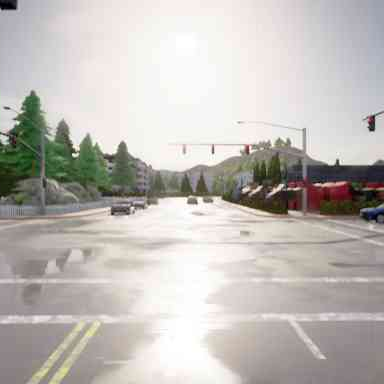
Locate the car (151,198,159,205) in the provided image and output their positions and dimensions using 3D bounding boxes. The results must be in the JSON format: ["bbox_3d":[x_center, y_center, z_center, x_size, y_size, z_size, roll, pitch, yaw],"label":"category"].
[{"bbox_3d":[-7.087,1.665,59.420,1.895,1.301,4.718,0,0,0],"label":"car"}]

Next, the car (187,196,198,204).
[{"bbox_3d":[0.065,1.633,63.516,1.994,1.385,4.181,0,0,0],"label":"car"}]

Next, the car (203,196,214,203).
[{"bbox_3d":[3.462,1.676,69.356,1.895,1.301,4.718,0,0,0],"label":"car"}]

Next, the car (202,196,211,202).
[{"bbox_3d":[3.457,1.563,78.265,1.895,1.301,4.718,0,0,0],"label":"car"}]

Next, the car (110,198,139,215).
[{"bbox_3d":[-7.137,1.543,34.778,1.837,1.490,4.892,0,0,1],"label":"car"}]

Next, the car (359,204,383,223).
[{"bbox_3d":[14.931,1.449,24.370,5.008,1.535,1.882,0,0,0],"label":"car"}]

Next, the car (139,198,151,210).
[{"bbox_3d":[-7.121,1.574,44.956,1.812,1.442,4.674,0,0,0],"label":"car"}]

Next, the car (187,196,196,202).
[{"bbox_3d":[-0.043,1.611,78.912,2.128,1.511,4.902,0,0,0],"label":"car"}]
